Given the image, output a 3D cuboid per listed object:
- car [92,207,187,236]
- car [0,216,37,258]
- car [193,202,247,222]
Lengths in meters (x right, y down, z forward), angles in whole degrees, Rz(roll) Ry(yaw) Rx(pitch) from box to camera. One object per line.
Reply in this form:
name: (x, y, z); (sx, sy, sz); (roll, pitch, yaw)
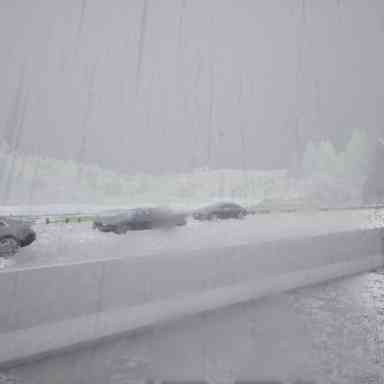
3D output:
car: (-2.859, 1.605, 19.155); (5.357, 1.411, 2.033); (0, 0, -36)
car: (-7.924, 1.494, 11.239); (4.902, 1.511, 2.128); (1, 0, -36)
car: (2.346, 1.619, 27.169); (4.892, 1.490, 1.837); (0, 0, -35)
